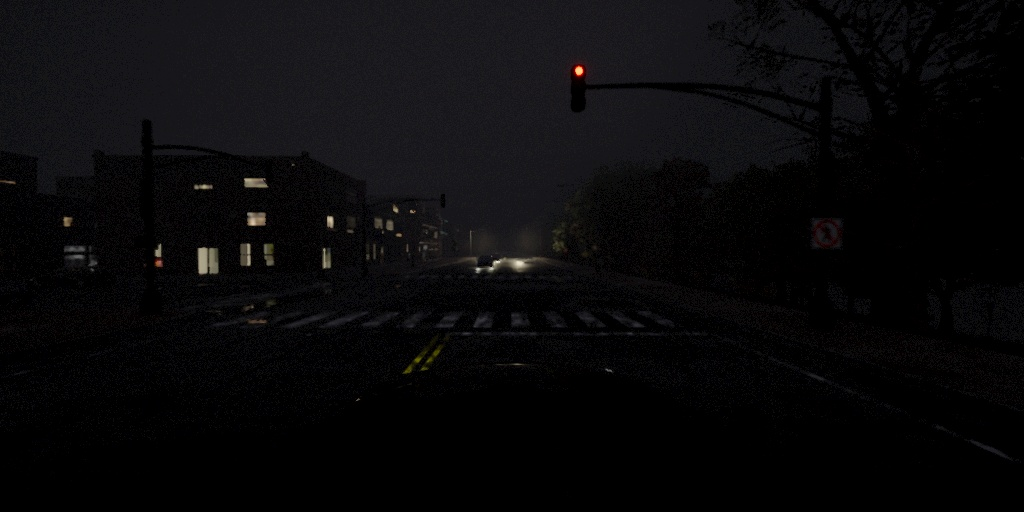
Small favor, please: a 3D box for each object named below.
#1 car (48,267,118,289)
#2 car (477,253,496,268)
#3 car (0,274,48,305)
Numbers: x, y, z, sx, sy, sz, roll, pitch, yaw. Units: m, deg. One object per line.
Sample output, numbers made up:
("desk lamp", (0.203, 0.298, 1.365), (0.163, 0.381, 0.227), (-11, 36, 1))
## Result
("car", (-28.339, 1.363, 23.254), (4.403, 1.370, 2.007), (0, 0, -1))
("car", (-3.332, 0.649, 45.050), (1.882, 1.535, 5.008), (0, 2, 0))
("car", (-22.626, 1.499, 14.737), (4.313, 1.339, 1.948), (0, 0, -1))
